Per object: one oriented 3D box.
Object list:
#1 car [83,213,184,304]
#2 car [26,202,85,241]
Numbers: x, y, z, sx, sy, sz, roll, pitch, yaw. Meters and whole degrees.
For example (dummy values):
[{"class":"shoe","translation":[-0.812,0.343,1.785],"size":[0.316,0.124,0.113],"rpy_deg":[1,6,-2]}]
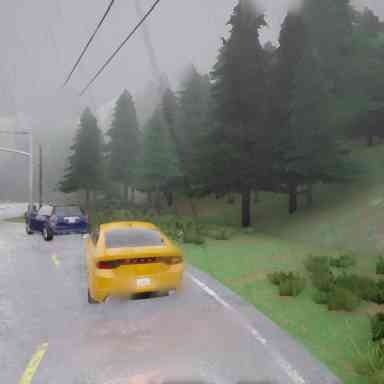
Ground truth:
[{"class":"car","translation":[-1.659,1.478,8.369],"size":[1.882,1.535,5.008],"rpy_deg":[0,0,-18]},{"class":"car","translation":[-6.917,1.352,17.024],"size":[2.097,1.767,4.553],"rpy_deg":[0,0,-40]}]
